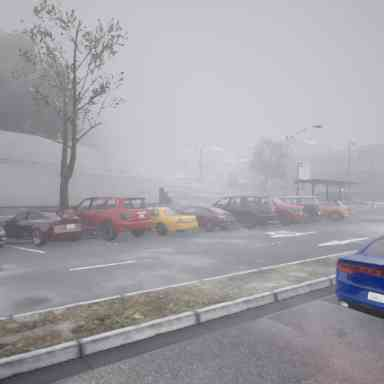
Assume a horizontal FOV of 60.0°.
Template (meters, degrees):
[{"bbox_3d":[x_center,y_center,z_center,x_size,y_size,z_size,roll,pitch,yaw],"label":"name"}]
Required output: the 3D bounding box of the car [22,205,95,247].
[{"bbox_3d":[-6.992,1.524,15.244,4.792,1.488,2.163,-1,-1,35],"label":"car"}]

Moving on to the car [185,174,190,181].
[{"bbox_3d":[0.935,-3.850,90.254,2.185,1.767,4.553,6,3,34],"label":"car"}]

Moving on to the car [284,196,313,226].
[{"bbox_3d":[5.328,1.267,23.896,5.566,2.045,2.435,-1,-1,35],"label":"car"}]

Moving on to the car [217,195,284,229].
[{"bbox_3d":[2.813,1.262,22.193,5.566,2.045,2.435,-1,-1,35],"label":"car"}]

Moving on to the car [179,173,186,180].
[{"bbox_3d":[-0.792,-4.084,92.726,2.185,1.767,4.553,4,1,34],"label":"car"}]

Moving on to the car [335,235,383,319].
[{"bbox_3d":[4.884,1.487,6.601,5.008,1.535,1.882,0,0,-35],"label":"car"}]

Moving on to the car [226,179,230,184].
[{"bbox_3d":[9.675,-2.316,78.011,2.002,1.452,4.674,7,3,35],"label":"car"}]

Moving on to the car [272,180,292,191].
[{"bbox_3d":[18.301,-0.992,65.656,2.231,1.521,4.892,7,3,35],"label":"car"}]

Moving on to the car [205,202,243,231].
[{"bbox_3d":[0.384,1.548,20.438,4.674,1.452,2.002,-1,-1,35],"label":"car"}]

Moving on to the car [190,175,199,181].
[{"bbox_3d":[2.727,-3.698,87.786,2.435,2.045,5.566,7,3,34],"label":"car"}]

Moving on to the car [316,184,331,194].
[{"bbox_3d":[23.505,-0.426,58.266,2.435,2.045,5.566,7,3,35],"label":"car"}]

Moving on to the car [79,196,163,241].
[{"bbox_3d":[-4.545,1.248,16.987,5.566,2.045,2.435,-1,-1,35],"label":"car"}]

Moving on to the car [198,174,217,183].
[{"bbox_3d":[4.576,-3.175,85.525,1.946,1.575,5.366,7,3,34],"label":"car"}]

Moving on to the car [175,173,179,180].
[{"bbox_3d":[-2.562,-4.361,95.075,2.435,2.045,5.566,1,-1,34],"label":"car"}]

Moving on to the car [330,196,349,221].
[{"bbox_3d":[10.279,1.403,27.312,4.553,1.767,2.185,-1,-1,35],"label":"car"}]

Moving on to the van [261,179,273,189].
[{"bbox_3d":[16.543,-1.490,68.020,1.878,1.987,4.442,7,4,35],"label":"van"}]

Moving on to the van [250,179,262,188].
[{"bbox_3d":[14.817,-1.763,70.492,1.878,1.987,4.442,7,4,35],"label":"van"}]

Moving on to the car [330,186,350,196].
[{"bbox_3d":[25.194,0.137,55.792,2.002,1.452,4.674,7,3,35],"label":"car"}]

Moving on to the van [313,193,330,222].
[{"bbox_3d":[7.868,1.297,25.564,4.442,1.987,1.878,-1,-1,35],"label":"van"}]

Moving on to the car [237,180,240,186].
[{"bbox_3d":[11.415,-2.043,75.547,2.002,1.452,4.674,7,4,35],"label":"car"}]

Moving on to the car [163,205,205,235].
[{"bbox_3d":[-2.224,1.503,18.812,5.366,1.575,1.946,-1,-1,35],"label":"car"}]

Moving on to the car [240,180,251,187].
[{"bbox_3d":[13.245,-1.811,73.225,1.946,1.575,5.366,7,3,35],"label":"car"}]

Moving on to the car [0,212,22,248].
[{"bbox_3d":[-9.413,1.493,13.500,4.892,1.521,2.231,-1,-1,35],"label":"car"}]
